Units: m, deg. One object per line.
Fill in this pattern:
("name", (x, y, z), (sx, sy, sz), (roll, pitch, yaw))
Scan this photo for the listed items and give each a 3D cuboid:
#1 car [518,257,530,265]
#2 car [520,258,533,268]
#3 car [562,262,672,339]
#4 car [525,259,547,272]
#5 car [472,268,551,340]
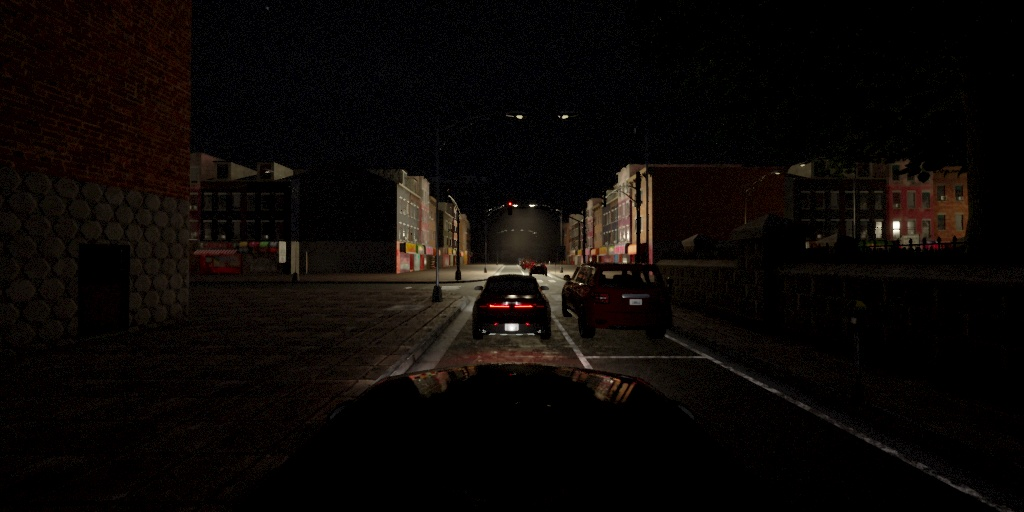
("car", (2.576, 1.155, 58.214), (2.192, 1.841, 5.009), (0, 0, 0))
("car", (2.582, 1.370, 52.777), (1.888, 1.381, 4.507), (0, 0, 0))
("car", (2.629, 1.068, 10.036), (2.192, 1.841, 5.009), (0, 0, 0))
("car", (2.600, 1.332, 36.465), (1.888, 1.381, 4.507), (0, 0, 0))
("car", (-0.009, 1.258, 9.995), (1.837, 1.490, 4.892), (0, 0, 0))
